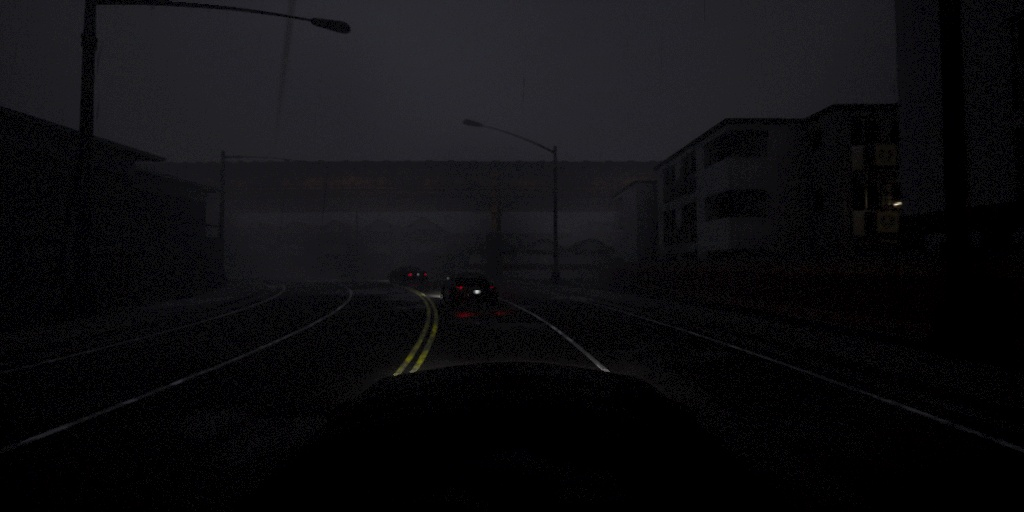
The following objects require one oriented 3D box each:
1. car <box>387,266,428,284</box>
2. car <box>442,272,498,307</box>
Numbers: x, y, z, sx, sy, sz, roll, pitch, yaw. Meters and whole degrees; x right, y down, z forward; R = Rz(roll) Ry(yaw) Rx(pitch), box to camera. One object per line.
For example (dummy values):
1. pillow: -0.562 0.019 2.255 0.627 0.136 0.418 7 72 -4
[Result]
1. car: -8.822 1.528 30.095 2.033 1.411 5.357 1 -1 -36
2. car: -2.013 1.430 16.448 1.994 1.385 4.181 0 0 -17
